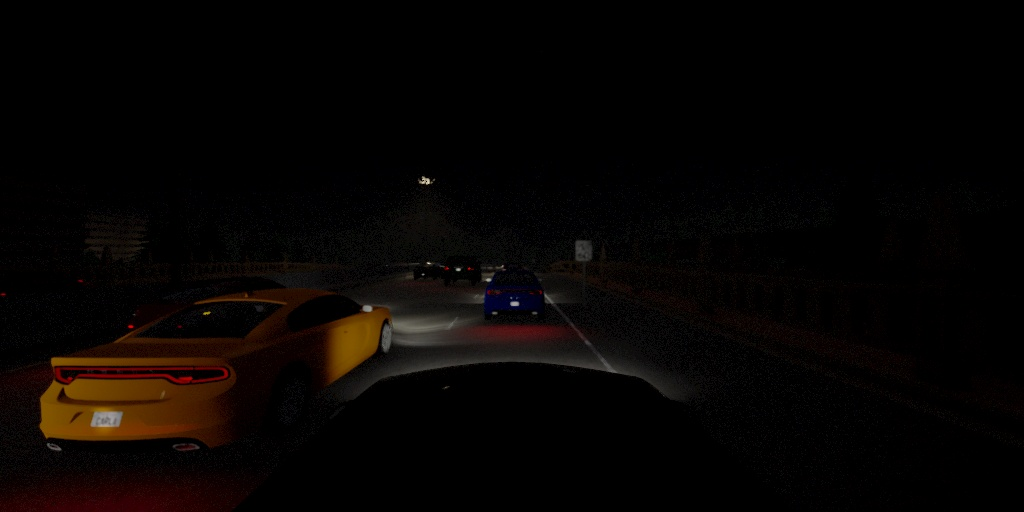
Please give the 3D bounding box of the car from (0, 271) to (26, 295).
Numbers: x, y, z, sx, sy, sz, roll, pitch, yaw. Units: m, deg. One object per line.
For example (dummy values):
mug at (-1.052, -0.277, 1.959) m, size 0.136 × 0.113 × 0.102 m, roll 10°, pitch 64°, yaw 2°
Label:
car at (-17.613, 1.301, 9.497) m, size 2.033 × 1.411 × 5.357 m, roll 0°, pitch 0°, yaw 0°

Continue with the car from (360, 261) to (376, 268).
car at (-21.147, 1.720, 54.581) m, size 2.150 × 2.045 × 5.566 m, roll 0°, pitch -4°, yaw 0°

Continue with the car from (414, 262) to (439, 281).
car at (-6.949, 1.234, 30.471) m, size 2.128 × 1.511 × 4.902 m, roll 0°, pitch 0°, yaw 0°

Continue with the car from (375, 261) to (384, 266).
car at (-17.649, 1.810, 52.215) m, size 1.882 × 1.535 × 5.008 m, roll 0°, pitch -4°, yaw 0°

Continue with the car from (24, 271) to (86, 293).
car at (-21.121, 1.317, 15.116) m, size 1.994 × 1.385 × 4.181 m, roll 0°, pitch 0°, yaw 0°

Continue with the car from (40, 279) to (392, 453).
car at (-3.421, 1.228, 5.508) m, size 1.882 × 1.535 × 5.008 m, roll 0°, pitch 0°, yaw 0°

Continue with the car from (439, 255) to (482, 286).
car at (-3.440, 0.965, 25.692) m, size 2.150 × 2.045 × 5.566 m, roll 0°, pitch 0°, yaw 0°

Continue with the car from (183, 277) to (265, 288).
car at (-6.920, 1.276, 9.242) m, size 1.812 × 1.442 × 4.674 m, roll 0°, pitch 0°, yaw 0°

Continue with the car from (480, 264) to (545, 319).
car at (0.078, 1.224, 12.797) m, size 1.882 × 1.535 × 5.008 m, roll 0°, pitch 0°, yaw 0°

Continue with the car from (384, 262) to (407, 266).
car at (-14.159, 1.484, 45.270) m, size 1.812 × 1.442 × 4.674 m, roll 0°, pitch -2°, yaw 0°
